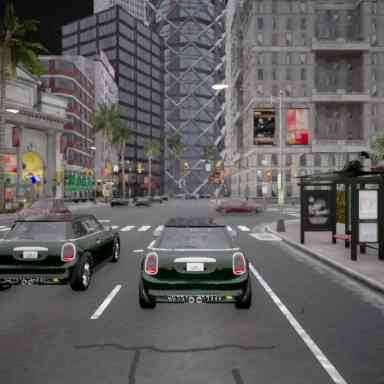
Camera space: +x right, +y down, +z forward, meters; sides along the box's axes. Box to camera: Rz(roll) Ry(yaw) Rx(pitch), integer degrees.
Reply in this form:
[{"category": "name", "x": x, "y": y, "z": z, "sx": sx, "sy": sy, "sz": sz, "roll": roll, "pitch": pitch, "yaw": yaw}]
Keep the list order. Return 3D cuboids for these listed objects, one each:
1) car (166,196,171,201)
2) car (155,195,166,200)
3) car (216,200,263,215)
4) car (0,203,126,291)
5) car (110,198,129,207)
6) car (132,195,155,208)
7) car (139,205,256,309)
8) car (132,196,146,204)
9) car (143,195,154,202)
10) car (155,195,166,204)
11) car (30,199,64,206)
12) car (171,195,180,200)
[{"category": "car", "x": -6.893, "y": 1.595, "z": 80.863, "sx": 1.895, "sy": 1.301, "sz": 4.718, "roll": 0, "pitch": 0, "yaw": 0}, {"category": "car", "x": -8.830, "y": 1.500, "z": 94.120, "sx": 1.837, "sy": 1.490, "sz": 4.892, "roll": 0, "pitch": 0, "yaw": 13}, {"category": "car", "x": 4.527, "y": 1.525, "z": 32.398, "sx": 4.674, "sy": 1.442, "sz": 1.812, "roll": 0, "pitch": 0, "yaw": 16}, {"category": "car", "x": -3.417, "y": 1.352, "z": 9.187, "sx": 2.097, "sy": 1.767, "sz": 4.553, "roll": 0, "pitch": 0, "yaw": 0}, {"category": "car", "x": -10.533, "y": 1.601, "z": 48.423, "sx": 1.895, "sy": 1.301, "sz": 4.718, "roll": 0, "pitch": 0, "yaw": 0}, {"category": "car", "x": -7.034, "y": 1.547, "z": 48.321, "sx": 2.033, "sy": 1.411, "sz": 5.357, "roll": 0, "pitch": 0, "yaw": 0}, {"category": "car", "x": 0.075, "y": 1.352, "z": 8.040, "sx": 2.097, "sy": 1.767, "sz": 4.553, "roll": 0, "pitch": 0, "yaw": 0}, {"category": "car", "x": -10.446, "y": 1.563, "z": 65.374, "sx": 1.994, "sy": 1.385, "sz": 4.181, "roll": 0, "pitch": 0, "yaw": 1}, {"category": "car", "x": -10.391, "y": 1.500, "z": 79.985, "sx": 1.837, "sy": 1.490, "sz": 4.892, "roll": 0, "pitch": 0, "yaw": 0}, {"category": "car", "x": -6.940, "y": 1.477, "z": 66.224, "sx": 1.882, "sy": 1.535, "sz": 5.008, "roll": 0, "pitch": 0, "yaw": 1}, {"category": "car", "x": -10.568, "y": 1.352, "z": 24.110, "sx": 2.097, "sy": 1.767, "sz": 4.553, "roll": 0, "pitch": 0, "yaw": 0}, {"category": "car", "x": -4.841, "y": 1.500, "z": 95.414, "sx": 1.837, "sy": 1.490, "sz": 4.892, "roll": 0, "pitch": 0, "yaw": 16}]
